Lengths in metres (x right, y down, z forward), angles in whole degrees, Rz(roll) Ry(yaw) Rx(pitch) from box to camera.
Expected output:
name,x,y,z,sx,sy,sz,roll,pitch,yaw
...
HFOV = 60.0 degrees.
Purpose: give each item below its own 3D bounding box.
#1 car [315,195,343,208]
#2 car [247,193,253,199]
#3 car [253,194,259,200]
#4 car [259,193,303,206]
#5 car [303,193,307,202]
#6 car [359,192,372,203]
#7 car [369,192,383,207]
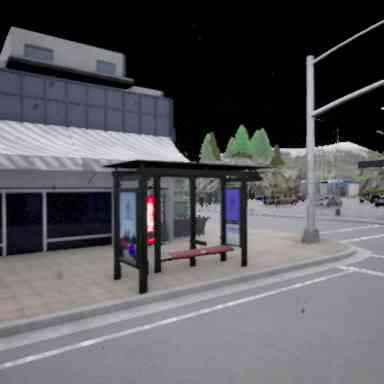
name,x,y,z,sx,sy,sz,roll,pitch,yaw
car,15.701,1.099,38.471,3.806,1.475,1.970,-1,0,-36
car,14.527,0.961,83.859,5.027,1.636,2.152,-1,0,-36
car,15.191,1.021,69.760,3.633,1.501,1.845,-1,0,-36
car,11.699,1.023,43.498,5.027,1.636,2.152,-1,0,-36
car,20.978,1.000,61.614,4.514,1.523,2.007,-1,0,-36
car,27.655,0.806,51.074,4.605,1.855,1.932,-1,0,-36
car,23.565,1.099,39.601,4.514,1.523,2.007,-1,0,-36
